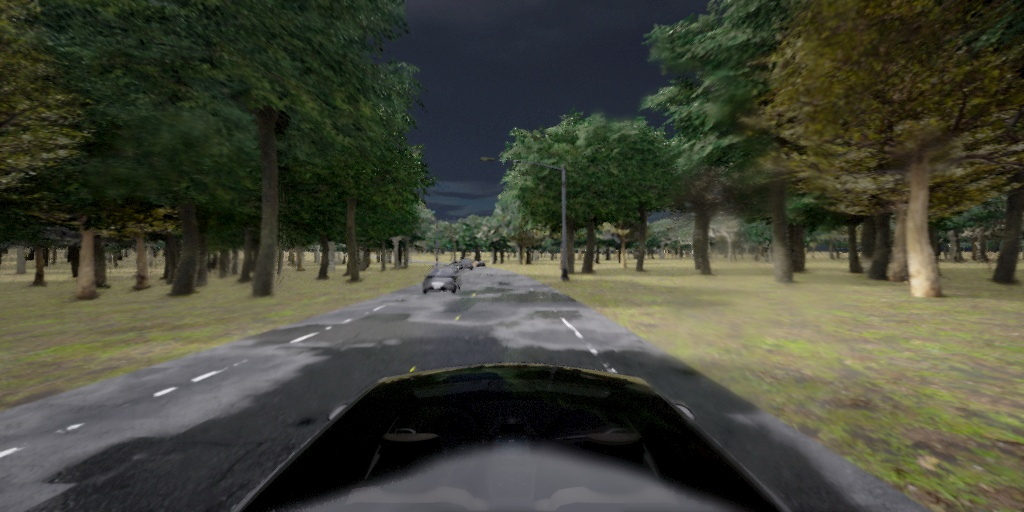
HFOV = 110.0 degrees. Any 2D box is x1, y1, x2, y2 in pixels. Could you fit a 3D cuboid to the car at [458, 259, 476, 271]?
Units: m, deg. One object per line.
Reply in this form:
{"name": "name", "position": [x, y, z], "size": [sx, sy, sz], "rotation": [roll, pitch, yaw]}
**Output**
{"name": "car", "position": [-7.797, 1.489, 61.764], "size": [2.150, 2.045, 5.566], "rotation": [0, 0, -8]}

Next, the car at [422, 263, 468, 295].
{"name": "car", "position": [-4.039, 1.404, 21.319], "size": [2.128, 1.511, 4.902], "rotation": [0, 0, -3]}
